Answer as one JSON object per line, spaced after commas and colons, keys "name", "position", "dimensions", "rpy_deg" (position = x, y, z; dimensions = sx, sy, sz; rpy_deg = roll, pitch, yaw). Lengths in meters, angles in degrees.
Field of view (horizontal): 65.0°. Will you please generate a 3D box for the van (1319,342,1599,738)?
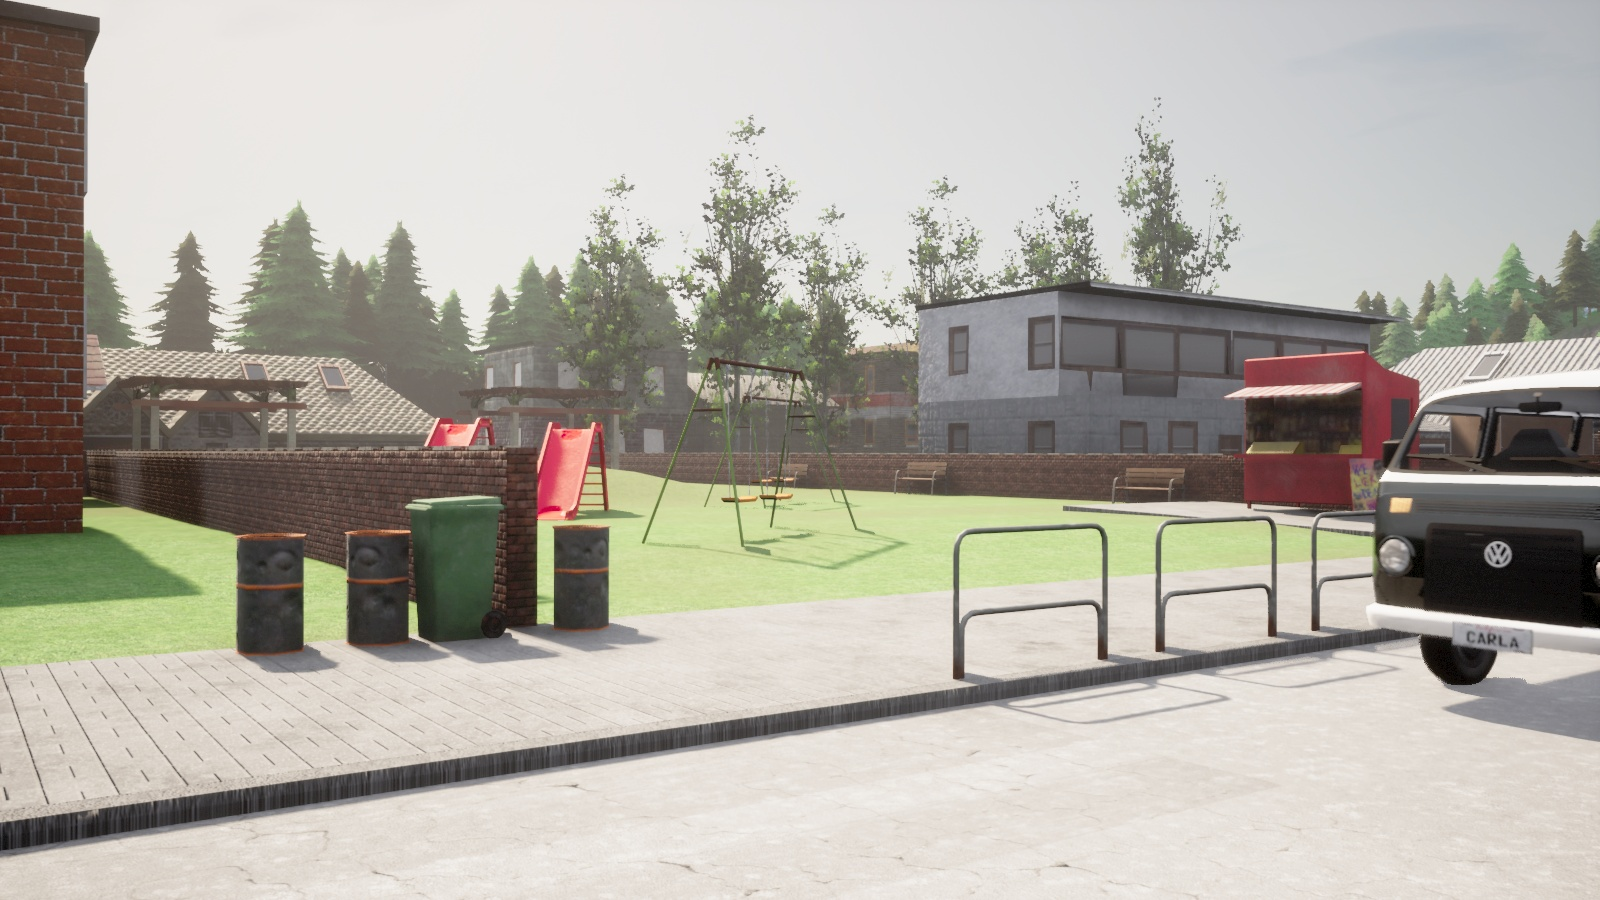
{"name": "van", "position": [5.639, 0.481, 8.197], "dimensions": [4.480, 2.038, 2.069], "rpy_deg": [1, 0, -35]}
